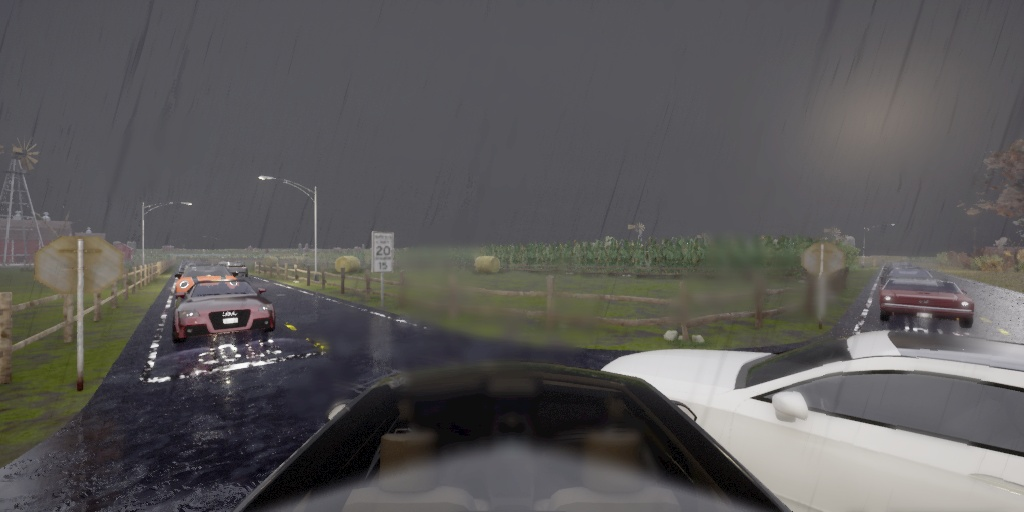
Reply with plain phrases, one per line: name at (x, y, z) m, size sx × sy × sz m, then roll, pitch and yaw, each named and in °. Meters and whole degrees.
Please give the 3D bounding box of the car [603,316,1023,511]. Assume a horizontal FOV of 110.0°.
car at (2.811, 1.293, 2.539) m, size 1.812 × 1.442 × 4.674 m, roll 0°, pitch 1°, yaw -45°

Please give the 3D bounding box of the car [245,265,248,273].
car at (-27.438, 1.308, 35.450) m, size 2.128 × 1.511 × 4.902 m, roll 0°, pitch 0°, yaw -42°

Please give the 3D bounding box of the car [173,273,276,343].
car at (-8.066, 1.361, 9.986) m, size 1.994 × 1.385 × 4.181 m, roll 0°, pitch 0°, yaw -43°

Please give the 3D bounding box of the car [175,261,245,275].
car at (-13.925, 1.151, 16.394) m, size 2.097 × 1.767 × 4.553 m, roll 0°, pitch 0°, yaw -42°

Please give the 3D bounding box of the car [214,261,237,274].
car at (-34.255, 1.336, 42.820) m, size 1.837 × 1.490 × 4.892 m, roll 0°, pitch 0°, yaw -42°

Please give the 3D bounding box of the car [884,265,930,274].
car at (20.364, 1.366, 18.393) m, size 5.357 × 1.411 × 2.033 m, roll 0°, pitch 1°, yaw -44°

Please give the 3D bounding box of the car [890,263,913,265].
car at (27.037, 1.406, 24.735) m, size 4.181 × 1.385 × 1.994 m, roll 0°, pitch 1°, yaw -44°

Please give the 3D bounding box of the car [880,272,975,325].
car at (13.372, 1.400, 11.738) m, size 4.718 × 1.301 × 1.895 m, roll 0°, pitch 1°, yaw -44°
